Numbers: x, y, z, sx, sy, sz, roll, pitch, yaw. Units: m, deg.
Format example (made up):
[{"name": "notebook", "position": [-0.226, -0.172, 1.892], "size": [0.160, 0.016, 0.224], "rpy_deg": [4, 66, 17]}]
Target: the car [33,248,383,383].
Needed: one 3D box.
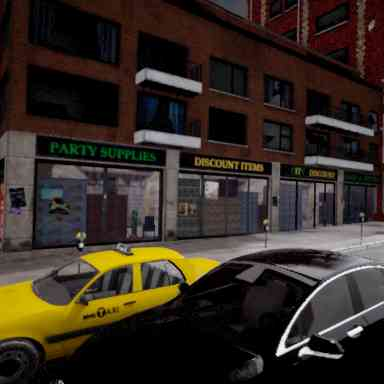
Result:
[{"name": "car", "position": [1.051, 1.505, 3.818], "size": [4.892, 1.490, 1.837], "rpy_deg": [0, 0, -35]}]

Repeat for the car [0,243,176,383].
[{"name": "car", "position": [-1.309, 1.526, 5.138], "size": [4.829, 1.417, 1.752], "rpy_deg": [0, 2, -35]}]
